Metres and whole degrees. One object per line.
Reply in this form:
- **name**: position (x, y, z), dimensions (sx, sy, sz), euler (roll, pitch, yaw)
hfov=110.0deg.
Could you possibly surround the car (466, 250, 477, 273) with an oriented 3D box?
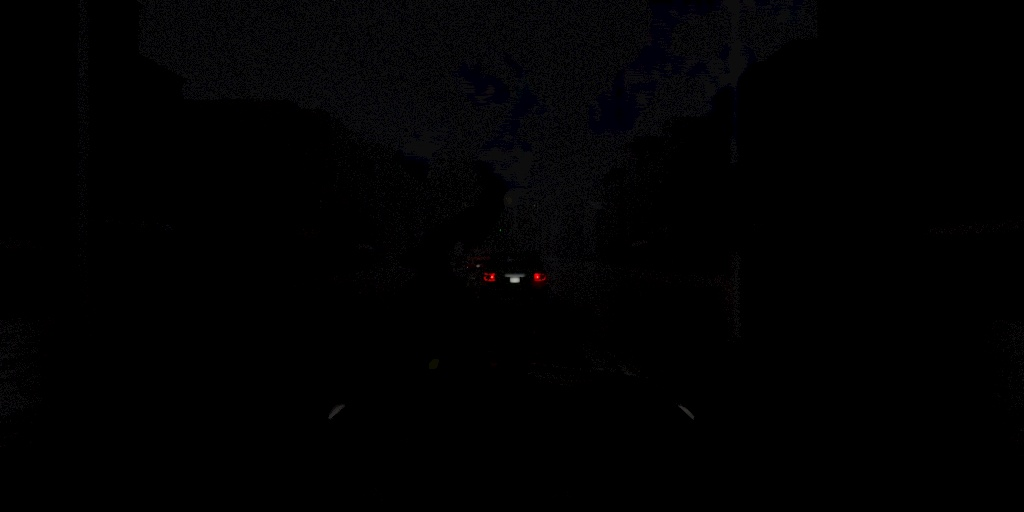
- **car**: position (-2.853, 0.454, 32.822), dimensions (2.150, 2.045, 5.566), euler (0, 1, 0)

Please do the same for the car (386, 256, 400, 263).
- **car**: position (-20.613, 0.606, 58.892), dimensions (4.403, 1.370, 2.007), euler (0, 0, 0)

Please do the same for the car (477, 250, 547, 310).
- **car**: position (0.087, 0.768, 13.676), dimensions (2.150, 2.045, 5.566), euler (0, 1, 0)

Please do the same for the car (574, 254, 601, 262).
- **car**: position (12.371, 0.341, 58.903), dimensions (4.313, 1.339, 1.948), euler (0, 0, 0)
